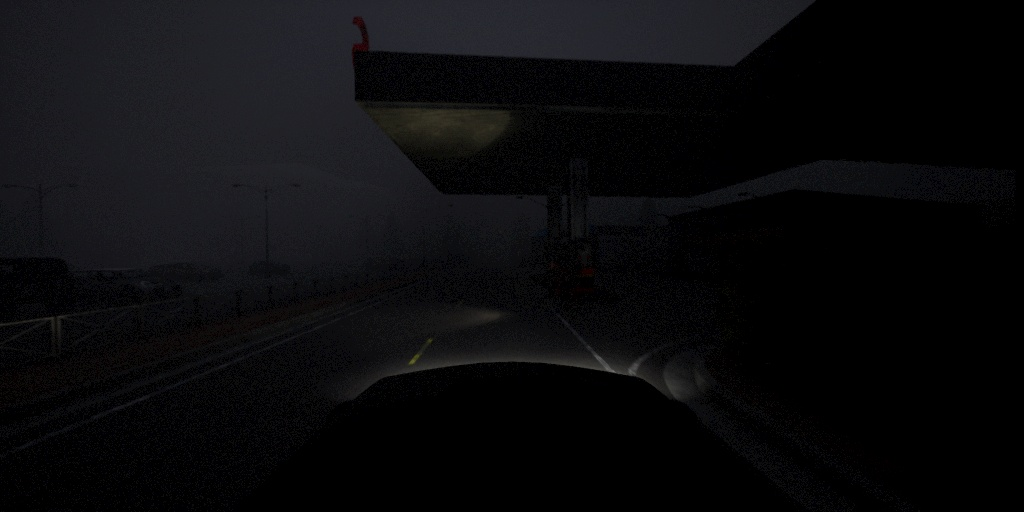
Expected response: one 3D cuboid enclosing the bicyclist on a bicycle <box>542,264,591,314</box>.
[{"bbox_3d":[1.776,1.100,11.716,1.656,1.620,0.582,-1,0,-2],"label":"bicyclist on a bicycle"}]
